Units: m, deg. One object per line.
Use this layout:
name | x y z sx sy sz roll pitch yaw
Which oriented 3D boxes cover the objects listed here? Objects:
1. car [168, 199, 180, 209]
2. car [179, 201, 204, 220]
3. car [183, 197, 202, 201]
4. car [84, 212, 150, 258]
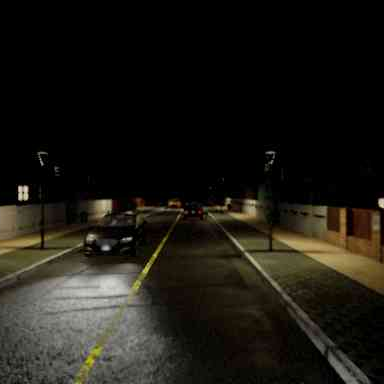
car | -2.810 1.964 54.563 1.882 1.535 5.008 0 -1 0
car | 0.107 1.824 31.218 2.033 1.411 5.357 0 -1 0
car | 0.103 1.592 41.485 2.150 2.045 5.566 0 0 0
car | -2.845 1.610 13.447 2.128 1.511 4.902 0 -1 0
